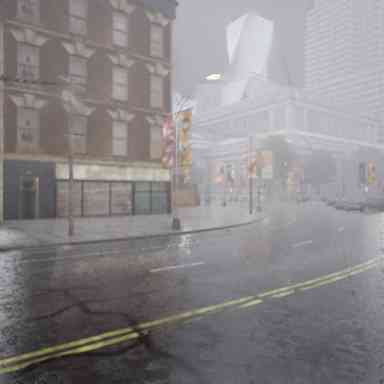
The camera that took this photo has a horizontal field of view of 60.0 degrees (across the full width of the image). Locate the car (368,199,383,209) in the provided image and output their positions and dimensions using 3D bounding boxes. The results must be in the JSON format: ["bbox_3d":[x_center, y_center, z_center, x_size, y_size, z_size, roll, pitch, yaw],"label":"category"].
[{"bbox_3d":[24.744,1.694,46.922,1.895,1.301,4.718,0,0,-6],"label":"car"}]

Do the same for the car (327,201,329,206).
[{"bbox_3d":[23.404,1.624,52.494,2.002,1.452,4.674,0,0,-16],"label":"car"}]

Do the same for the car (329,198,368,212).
[{"bbox_3d":[18.628,1.643,39.769,1.994,1.385,4.181,0,0,-2],"label":"car"}]
